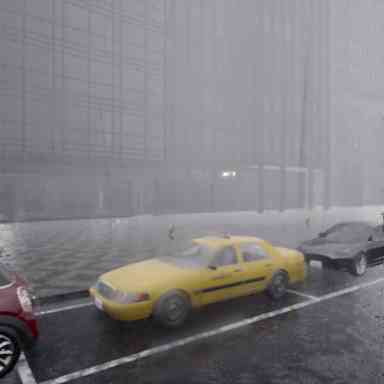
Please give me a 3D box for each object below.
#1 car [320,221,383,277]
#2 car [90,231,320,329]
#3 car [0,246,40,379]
[{"bbox_3d":[5.164,1.595,10.349,4.313,1.339,1.947,0,0,-36],"label":"car"},{"bbox_3d":[0.408,1.538,6.947,4.829,1.417,1.752,0,0,-36],"label":"car"},{"bbox_3d":[-4.071,1.436,3.743,4.097,1.590,1.967,0,0,-36],"label":"car"}]
